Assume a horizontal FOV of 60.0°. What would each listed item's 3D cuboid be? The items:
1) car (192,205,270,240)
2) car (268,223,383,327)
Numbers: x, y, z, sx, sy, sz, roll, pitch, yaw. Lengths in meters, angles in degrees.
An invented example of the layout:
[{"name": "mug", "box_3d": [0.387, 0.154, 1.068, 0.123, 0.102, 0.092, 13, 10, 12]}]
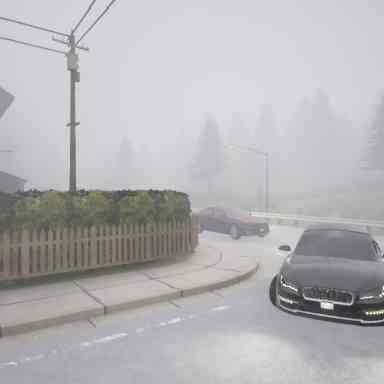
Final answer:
[{"name": "car", "box_3d": [1.870, 1.478, 17.440, 1.882, 1.535, 5.008, 0, 0, -33]}, {"name": "car", "box_3d": [3.168, 1.505, 7.304, 1.837, 1.490, 4.892, 0, 0, 27]}]
